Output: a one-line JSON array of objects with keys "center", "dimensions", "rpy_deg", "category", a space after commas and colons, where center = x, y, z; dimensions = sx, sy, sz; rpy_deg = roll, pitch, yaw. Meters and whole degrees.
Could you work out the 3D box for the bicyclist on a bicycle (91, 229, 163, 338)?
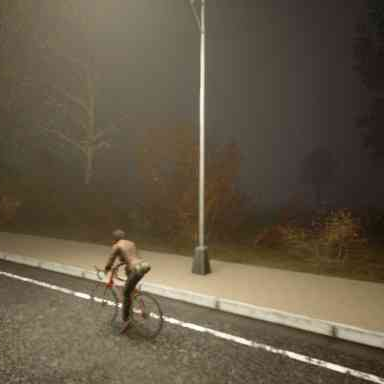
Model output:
[{"center": [-1.109, 1.446, 5.404], "dimensions": [1.656, 1.620, 0.582], "rpy_deg": [0, 0, 35], "category": "bicyclist on a bicycle"}]
